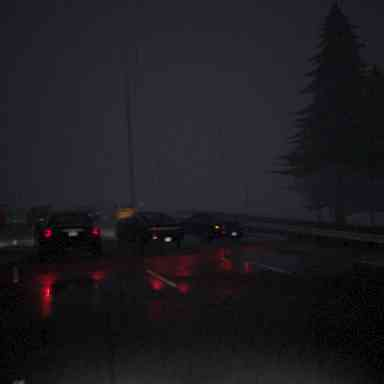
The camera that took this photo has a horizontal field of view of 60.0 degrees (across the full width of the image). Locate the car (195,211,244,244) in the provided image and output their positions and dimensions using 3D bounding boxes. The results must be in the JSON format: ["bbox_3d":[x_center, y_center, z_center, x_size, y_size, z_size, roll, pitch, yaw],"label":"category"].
[{"bbox_3d":[0.842,1.715,17.136,1.812,1.442,4.674,0,0,-28],"label":"car"}]

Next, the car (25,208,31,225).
[{"bbox_3d":[-12.181,1.790,26.695,1.837,1.490,4.892,0,0,-28],"label":"car"}]

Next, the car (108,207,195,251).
[{"bbox_3d":[-2.059,1.658,15.129,2.128,1.511,4.902,0,-1,-28],"label":"car"}]

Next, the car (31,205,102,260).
[{"bbox_3d":[-5.118,1.496,13.430,2.097,1.767,4.553,0,-1,-28],"label":"car"}]

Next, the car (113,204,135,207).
[{"bbox_3d":[-6.356,1.808,30.666,1.882,1.535,5.008,0,0,-28],"label":"car"}]

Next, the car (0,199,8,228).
[{"bbox_3d":[-14.849,1.479,24.241,2.150,2.045,5.566,0,0,-28],"label":"car"}]

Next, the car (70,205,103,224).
[{"bbox_3d":[-9.108,1.868,28.374,1.994,1.385,4.181,0,-1,-28],"label":"car"}]
